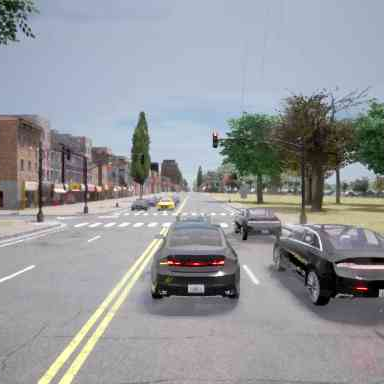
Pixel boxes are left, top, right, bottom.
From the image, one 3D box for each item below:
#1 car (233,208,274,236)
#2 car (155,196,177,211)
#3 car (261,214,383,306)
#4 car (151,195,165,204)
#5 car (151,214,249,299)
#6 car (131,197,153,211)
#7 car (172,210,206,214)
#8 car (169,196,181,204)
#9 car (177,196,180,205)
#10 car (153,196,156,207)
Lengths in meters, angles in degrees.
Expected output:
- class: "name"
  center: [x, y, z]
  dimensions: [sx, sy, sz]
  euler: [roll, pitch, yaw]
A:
- class: "car"
  center: [3.294, 1.577, 17.275]
  dimensions: [2.128, 1.511, 4.902]
  euler: [0, 0, 0]
- class: "car"
  center: [-3.357, 1.588, 43.704]
  dimensions: [1.882, 1.535, 5.008]
  euler: [0, 0, 1]
- class: "car"
  center: [3.328, 1.515, 8.065]
  dimensions: [2.128, 1.511, 4.902]
  euler: [0, 0, 0]
- class: "car"
  center: [-6.562, 1.442, 63.884]
  dimensions: [2.128, 1.511, 4.902]
  euler: [0, 1, 0]
- class: "car"
  center: [0.080, 1.531, 8.506]
  dimensions: [1.837, 1.490, 4.892]
  euler: [0, 0, 0]
- class: "car"
  center: [-6.609, 1.677, 43.124]
  dimensions: [1.994, 1.385, 4.181]
  euler: [0, 0, 0]
- class: "car"
  center: [0.048, 1.690, 17.811]
  dimensions: [1.895, 1.301, 4.718]
  euler: [0, 0, 0]
- class: "car"
  center: [-3.312, 1.495, 64.181]
  dimensions: [2.033, 1.411, 5.357]
  euler: [0, 1, 0]
- class: "car"
  center: [-3.352, 1.607, 53.617]
  dimensions: [1.994, 1.385, 4.181]
  euler: [0, 0, 0]
- class: "car"
  center: [-6.605, 1.591, 53.489]
  dimensions: [2.033, 1.411, 5.357]
  euler: [0, 0, 0]
